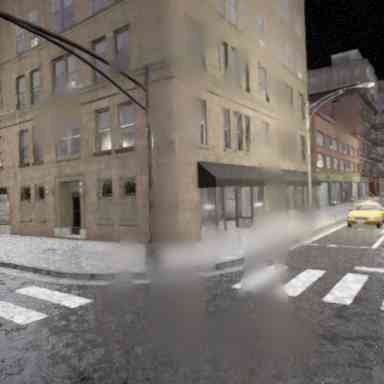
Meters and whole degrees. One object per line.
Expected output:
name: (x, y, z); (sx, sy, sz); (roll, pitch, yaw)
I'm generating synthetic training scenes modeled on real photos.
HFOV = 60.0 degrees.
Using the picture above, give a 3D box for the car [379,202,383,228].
car: (8.928, 1.177, 13.186); (1.882, 1.535, 5.008); (-2, 0, 36)

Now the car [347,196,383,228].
car: (10.169, 1.195, 19.255); (1.752, 1.417, 4.829); (-2, 0, 36)
